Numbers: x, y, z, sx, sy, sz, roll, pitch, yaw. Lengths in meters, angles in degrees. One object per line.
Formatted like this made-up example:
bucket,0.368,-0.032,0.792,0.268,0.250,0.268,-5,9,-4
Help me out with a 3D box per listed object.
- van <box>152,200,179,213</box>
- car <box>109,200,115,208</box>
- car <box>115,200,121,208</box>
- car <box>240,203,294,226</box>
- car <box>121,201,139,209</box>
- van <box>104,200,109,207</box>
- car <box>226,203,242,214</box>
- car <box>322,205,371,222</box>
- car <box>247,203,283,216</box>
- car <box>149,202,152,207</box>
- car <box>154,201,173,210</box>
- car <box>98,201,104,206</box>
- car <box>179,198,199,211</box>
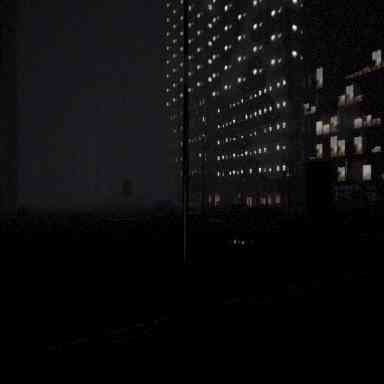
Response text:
van,-3.782,2.005,46.173,1.690,1.788,3.998,-1,-1,-26
car,-16.050,2.731,71.472,1.887,1.381,4.507,-1,-1,-26
car,-13.522,2.602,66.259,1.752,1.417,4.829,-1,-1,-26
car,6.040,1.813,25.927,2.008,1.369,4.403,-1,-1,-26
car,-11.141,2.525,61.351,2.008,1.369,4.403,-1,-1,-26
van,-18.508,2.634,76.534,1.690,1.788,3.998,-1,-1,-26
car,6.217,2.168,44.766,1.947,1.339,4.313,-1,-1,-26
car,13.580,1.854,29.584,2.008,1.369,4.403,-1,-1,-26
car,8.671,2.068,39.705,1.947,1.339,4.313,-1,-1,-26
car,-8.509,2.808,75.128,1.802,1.307,4.206,-1,-1,-26
car,-5.416,2.454,62.613,1.882,1.535,5.008,0,-1,-26
car,-23.412,3.053,86.652,1.887,1.381,4.507,-1,-1,-26
car,-0.768,2.003,53.109,2.150,2.045,5.566,0,-1,-25
